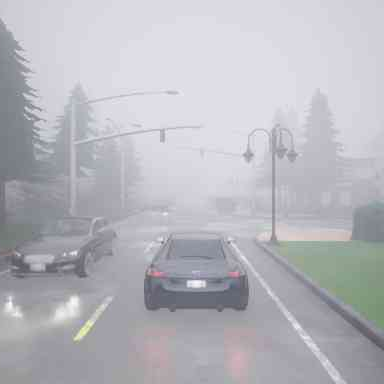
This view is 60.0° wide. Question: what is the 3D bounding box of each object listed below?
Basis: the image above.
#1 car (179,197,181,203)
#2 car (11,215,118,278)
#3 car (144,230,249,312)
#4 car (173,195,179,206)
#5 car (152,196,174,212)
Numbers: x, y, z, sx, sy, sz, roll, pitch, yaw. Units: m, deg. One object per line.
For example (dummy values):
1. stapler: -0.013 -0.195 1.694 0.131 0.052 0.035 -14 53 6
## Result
1. car: -3.421 1.498 69.836 1.837 1.490 4.892 0 0 0
2. car: -3.588 1.491 10.198 2.128 1.511 4.902 0 0 0
3. car: 0.086 1.564 7.782 1.994 1.385 4.181 0 0 0
4. car: -3.527 1.477 54.501 1.882 1.535 5.008 0 0 0
5. car: -3.555 1.547 38.929 2.033 1.411 5.357 0 0 0
